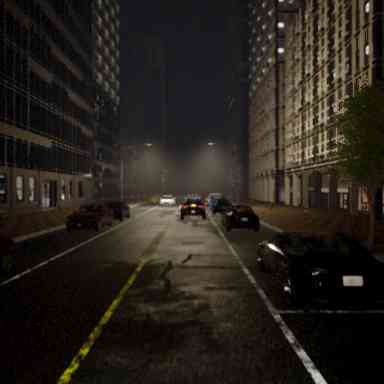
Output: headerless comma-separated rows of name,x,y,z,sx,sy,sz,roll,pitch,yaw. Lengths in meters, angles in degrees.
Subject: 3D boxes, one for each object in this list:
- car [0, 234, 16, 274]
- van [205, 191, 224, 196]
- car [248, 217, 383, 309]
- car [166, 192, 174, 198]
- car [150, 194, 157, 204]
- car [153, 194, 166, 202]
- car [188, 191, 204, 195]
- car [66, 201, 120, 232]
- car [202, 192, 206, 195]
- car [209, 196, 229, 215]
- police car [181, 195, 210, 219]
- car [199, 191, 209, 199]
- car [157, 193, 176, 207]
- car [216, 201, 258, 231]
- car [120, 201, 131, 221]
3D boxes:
car,-5.692,1.521,7.639,1.802,1.307,4.206,0,0,0
van,2.681,1.049,36.094,1.690,1.788,3.998,0,0,0
car,2.689,1.505,7.634,1.947,1.339,4.313,0,0,0
car,-5.718,0.813,87.332,1.947,1.339,4.313,0,1,0
car,-5.706,1.087,53.007,1.752,1.417,4.829,0,1,0
car,-5.708,1.060,58.871,2.008,1.369,4.403,0,1,0
car,0.078,1.003,42.716,2.097,1.767,4.553,0,0,0
car,-5.695,1.394,19.023,1.887,1.381,4.507,0,0,0
car,2.679,1.099,41.785,1.967,1.590,4.097,0,0,0
car,2.682,1.322,30.402,1.947,1.339,4.313,0,0,0
police car,0.089,1.285,27.040,2.038,1.542,4.974,0,0,0
car,2.668,0.669,75.936,2.192,1.841,5.009,0,1,0
car,-3.105,1.176,42.839,1.812,1.442,4.674,0,1,0
car,2.685,1.415,19.018,1.947,1.339,4.313,0,0,0
car,-5.697,1.369,24.716,1.947,1.339,4.313,0,0,0
